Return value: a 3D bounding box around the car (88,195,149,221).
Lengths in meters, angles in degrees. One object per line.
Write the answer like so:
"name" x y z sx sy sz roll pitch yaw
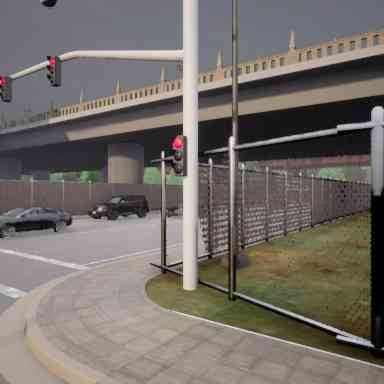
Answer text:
"car" -6.037 1.278 28.201 2.150 2.045 5.566 0 0 35

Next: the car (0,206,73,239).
"car" -8.905 1.547 18.088 2.128 1.511 4.902 0 0 35
